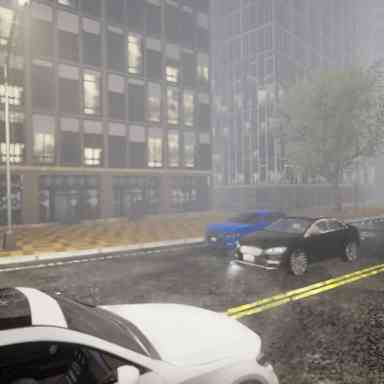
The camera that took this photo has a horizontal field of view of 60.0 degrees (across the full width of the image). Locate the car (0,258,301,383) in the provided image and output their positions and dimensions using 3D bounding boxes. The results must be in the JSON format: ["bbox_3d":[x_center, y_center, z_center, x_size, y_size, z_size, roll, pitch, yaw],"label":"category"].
[{"bbox_3d":[-1.380,1.532,2.525,4.674,1.442,1.812,0,0,-36],"label":"car"}]

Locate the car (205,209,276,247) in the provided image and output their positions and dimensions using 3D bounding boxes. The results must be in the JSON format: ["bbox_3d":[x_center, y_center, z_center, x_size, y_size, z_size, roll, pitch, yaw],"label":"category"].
[{"bbox_3d":[2.771,1.500,14.062,5.008,1.535,1.882,0,0,-39],"label":"car"}]

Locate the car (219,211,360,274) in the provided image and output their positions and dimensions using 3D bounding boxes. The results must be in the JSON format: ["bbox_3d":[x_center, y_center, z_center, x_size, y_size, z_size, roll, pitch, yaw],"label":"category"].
[{"bbox_3d":[3.451,1.505,10.461,4.902,1.511,2.128,0,0,-38],"label":"car"}]
